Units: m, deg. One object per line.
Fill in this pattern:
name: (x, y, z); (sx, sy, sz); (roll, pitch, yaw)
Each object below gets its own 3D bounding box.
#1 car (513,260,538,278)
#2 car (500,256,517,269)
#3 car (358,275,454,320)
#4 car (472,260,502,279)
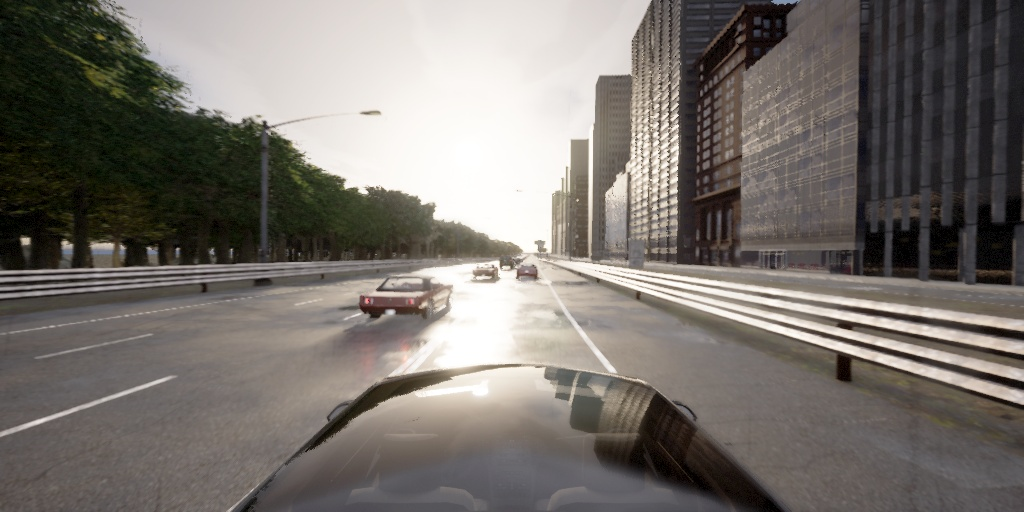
car: (1.405, 1.319, 33.339); (1.994, 1.385, 4.181); (1, 0, 3)
car: (-0.867, 0.955, 58.065); (2.150, 2.045, 5.566); (1, 0, 3)
car: (-3.346, 1.320, 12.452); (1.895, 1.301, 4.718); (1, 0, 3)
car: (-2.257, 1.323, 32.077); (1.895, 1.301, 4.718); (1, 0, 3)
